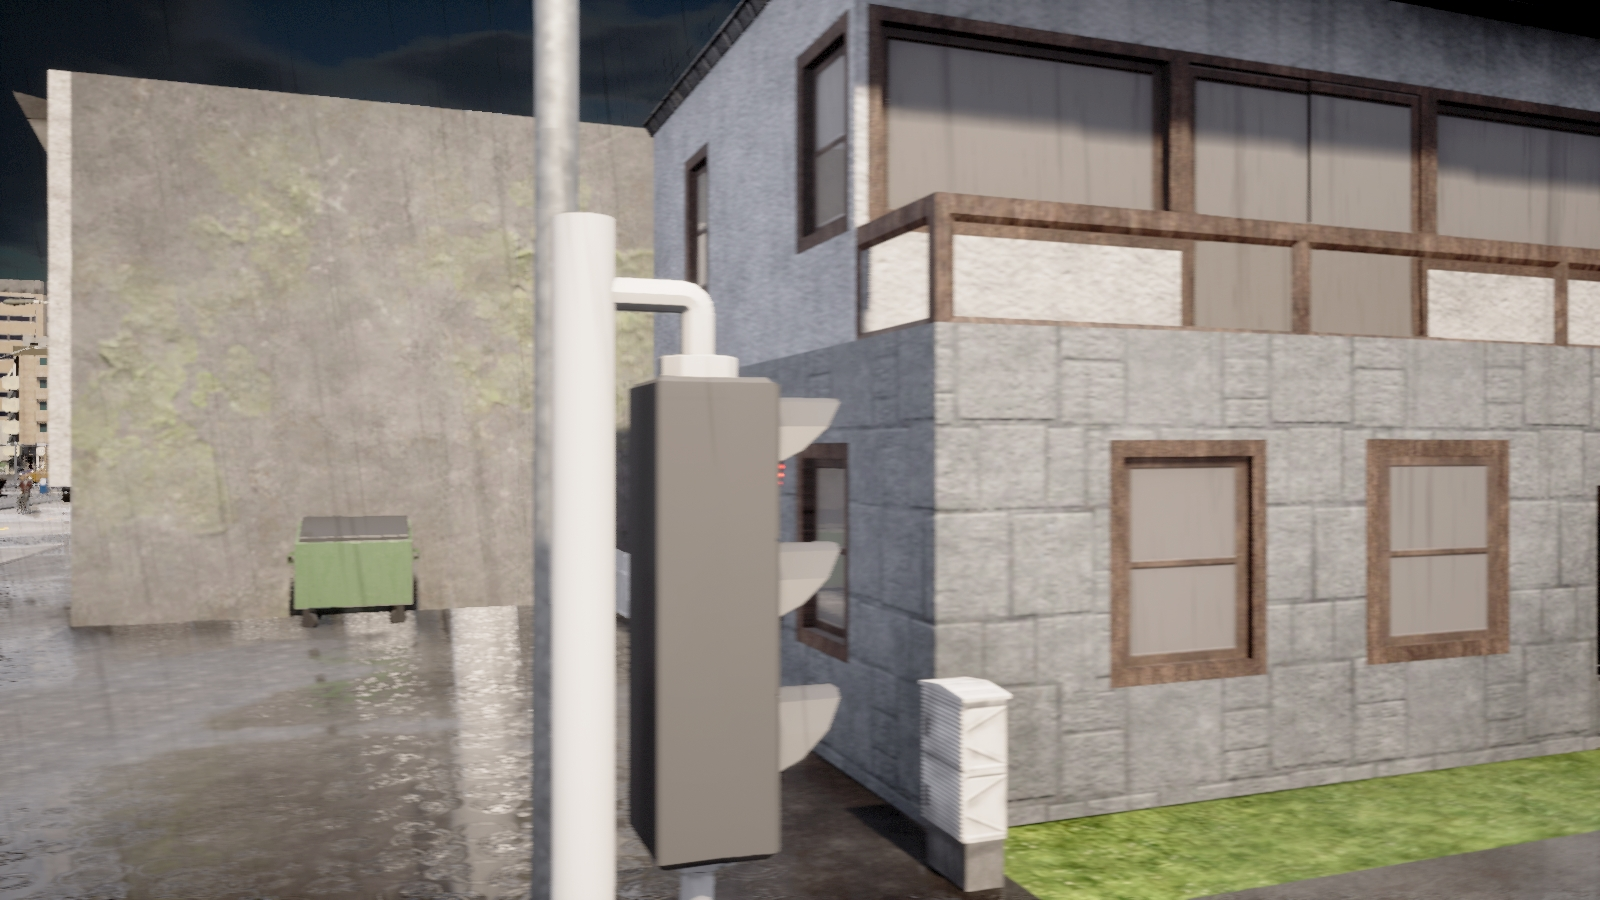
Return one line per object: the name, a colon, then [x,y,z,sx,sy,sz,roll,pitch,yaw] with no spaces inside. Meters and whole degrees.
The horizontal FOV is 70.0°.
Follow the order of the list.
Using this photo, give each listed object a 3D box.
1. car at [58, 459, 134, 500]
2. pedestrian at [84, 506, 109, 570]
car: [-38.827,1.555,63.217,2.390,2.098,6.274,0,0,-20]
pedestrian: [-14.569,1.812,23.661,0.375,1.300,0.375,0,0,-20]
